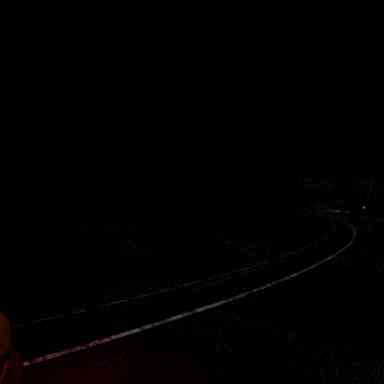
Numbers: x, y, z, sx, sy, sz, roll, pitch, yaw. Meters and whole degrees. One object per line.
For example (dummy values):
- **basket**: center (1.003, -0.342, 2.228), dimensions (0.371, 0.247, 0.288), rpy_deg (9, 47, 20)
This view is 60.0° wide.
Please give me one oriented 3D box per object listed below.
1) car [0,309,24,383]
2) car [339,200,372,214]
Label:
- **car**: center (-3.612, 1.504, 1.594), dimensions (5.008, 1.535, 1.882), rpy_deg (0, 0, -35)
- **car**: center (17.935, 1.610, 36.708), dimensions (1.994, 1.385, 4.181), rpy_deg (1, 0, -1)
